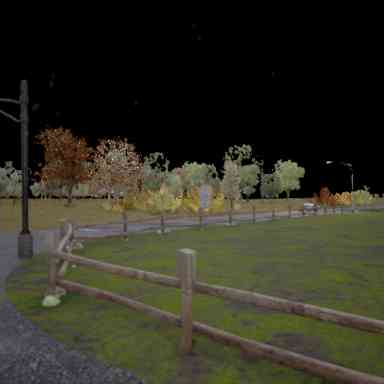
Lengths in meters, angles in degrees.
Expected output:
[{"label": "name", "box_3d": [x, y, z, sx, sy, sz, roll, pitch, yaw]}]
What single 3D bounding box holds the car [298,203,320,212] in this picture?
[{"label": "car", "box_3d": [18.731, 2.442, 53.068, 2.033, 1.411, 5.357, -1, -2, 40]}]
